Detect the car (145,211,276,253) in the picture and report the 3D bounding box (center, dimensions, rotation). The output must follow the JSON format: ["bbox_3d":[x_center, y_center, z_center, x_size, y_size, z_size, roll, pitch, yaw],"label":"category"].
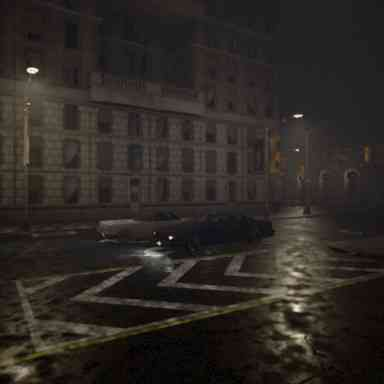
[{"bbox_3d":[1.042,1.541,13.884,5.357,1.411,2.033,0,0,-31],"label":"car"}]

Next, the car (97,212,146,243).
[{"bbox_3d":[-2.086,1.596,16.088,4.718,1.301,1.895,0,0,-31],"label":"car"}]

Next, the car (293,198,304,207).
[{"bbox_3d":[15.321,1.496,52.274,1.812,1.442,4.674,0,0,-31],"label":"car"}]

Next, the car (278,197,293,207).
[{"bbox_3d":[12.171,1.520,50.705,2.033,1.411,5.357,0,0,-31],"label":"car"}]
